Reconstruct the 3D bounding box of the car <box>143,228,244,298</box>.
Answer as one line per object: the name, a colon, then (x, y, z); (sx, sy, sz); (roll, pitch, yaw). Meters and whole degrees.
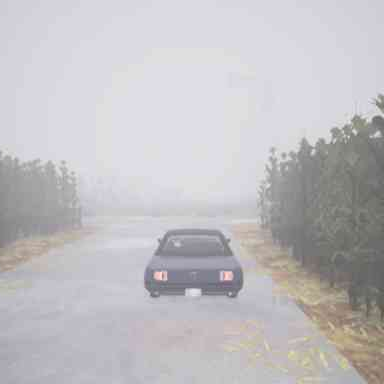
car: (0.051, 1.562, 8.370); (1.895, 1.301, 4.718); (0, 0, 1)
